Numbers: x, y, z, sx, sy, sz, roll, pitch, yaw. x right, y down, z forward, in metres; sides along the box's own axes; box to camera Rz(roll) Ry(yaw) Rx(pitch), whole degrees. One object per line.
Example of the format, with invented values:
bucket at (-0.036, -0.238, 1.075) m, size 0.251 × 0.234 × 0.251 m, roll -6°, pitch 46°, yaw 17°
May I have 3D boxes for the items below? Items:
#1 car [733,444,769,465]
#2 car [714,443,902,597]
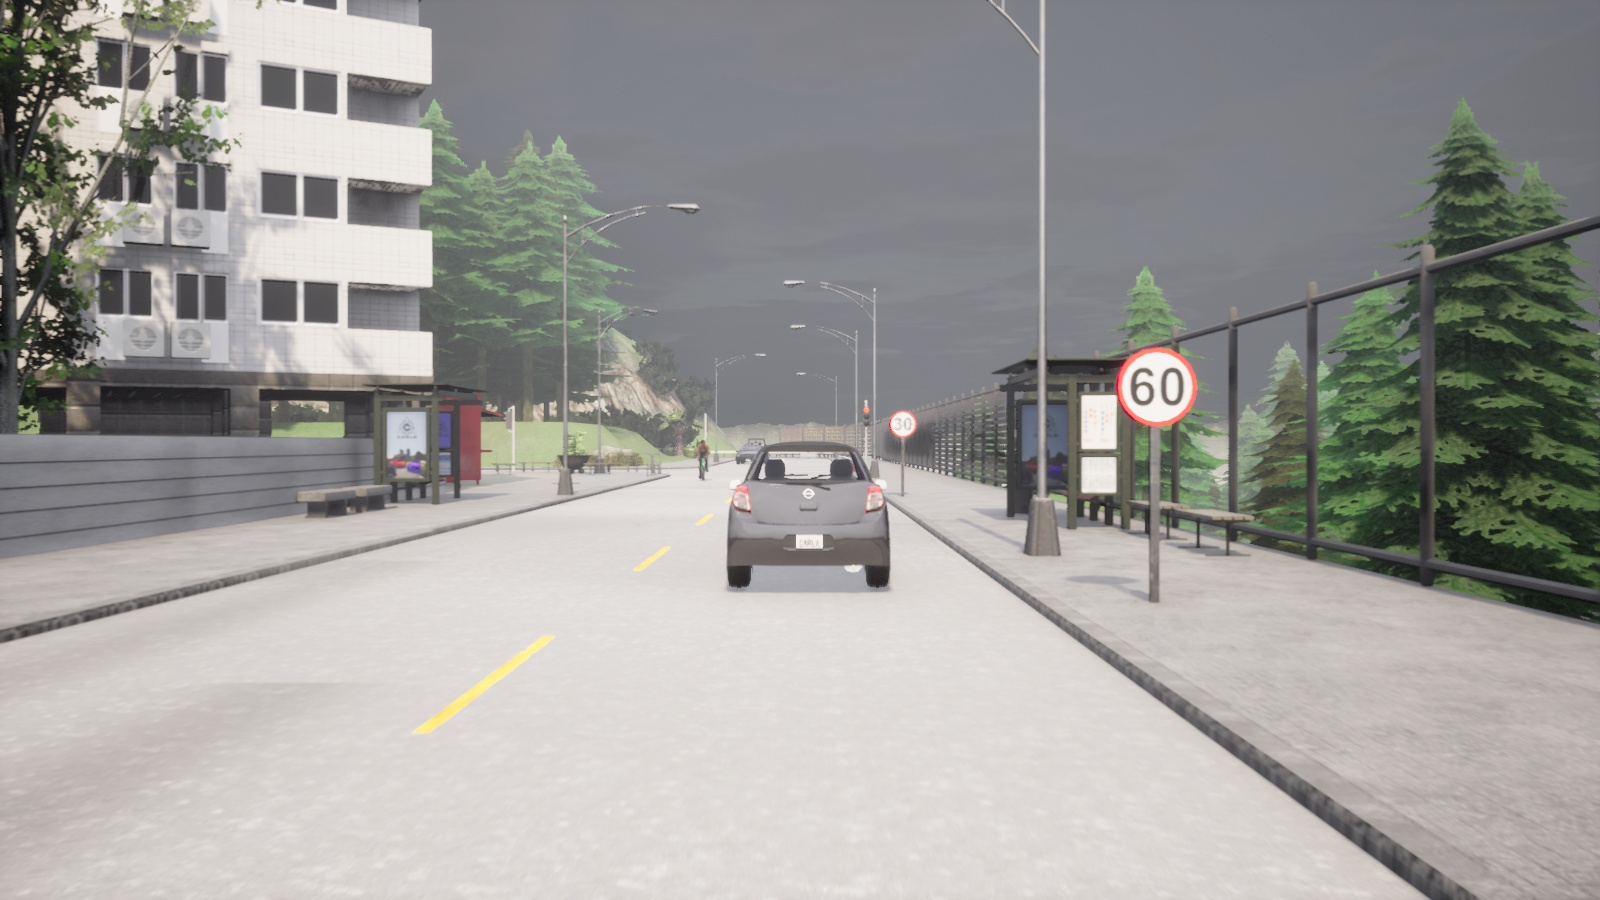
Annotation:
car at (-3.415, 0.292, 88.521) m, size 2.033 × 1.411 × 5.357 m, roll 0°, pitch 0°, yaw 3°
car at (0.091, 0.682, 14.162) m, size 1.845 × 1.501 × 3.633 m, roll 0°, pitch 1°, yaw 0°
